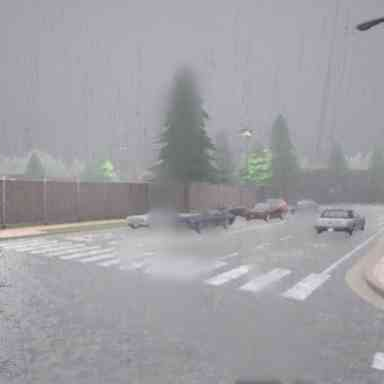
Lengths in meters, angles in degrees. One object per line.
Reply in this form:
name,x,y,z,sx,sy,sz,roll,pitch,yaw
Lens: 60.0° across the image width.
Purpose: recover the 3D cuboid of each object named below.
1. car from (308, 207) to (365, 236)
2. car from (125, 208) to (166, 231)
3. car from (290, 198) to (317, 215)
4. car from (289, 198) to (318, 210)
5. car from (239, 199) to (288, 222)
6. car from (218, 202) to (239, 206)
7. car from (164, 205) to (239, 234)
car,8.438,1.638,18.824,1.895,1.301,4.718,-1,0,37
car,-2.182,1.761,22.272,1.895,1.301,4.718,-1,0,36
car,12.217,1.636,36.047,1.812,1.442,4.674,-1,0,36
car,15.414,1.633,45.894,2.128,1.511,4.902,-1,0,39
car,6.134,1.593,27.763,1.882,1.535,5.008,-1,0,36
car,3.187,1.647,29.658,2.128,1.511,4.902,-1,0,36
car,0.704,1.721,20.288,1.895,1.301,4.718,-1,0,36
